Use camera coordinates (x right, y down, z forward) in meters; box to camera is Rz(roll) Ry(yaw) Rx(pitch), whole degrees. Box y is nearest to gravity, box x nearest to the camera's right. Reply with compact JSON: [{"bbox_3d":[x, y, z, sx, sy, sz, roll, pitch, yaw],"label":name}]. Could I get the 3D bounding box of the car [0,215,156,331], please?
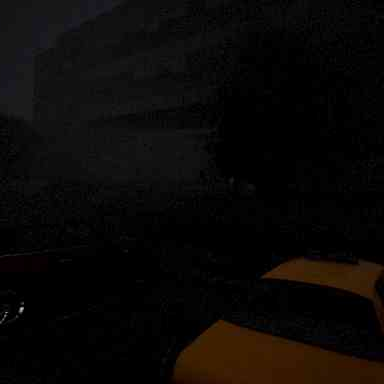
[{"bbox_3d":[-2.852,1.345,7.273,2.185,1.767,4.553,0,0,36],"label":"car"}]
